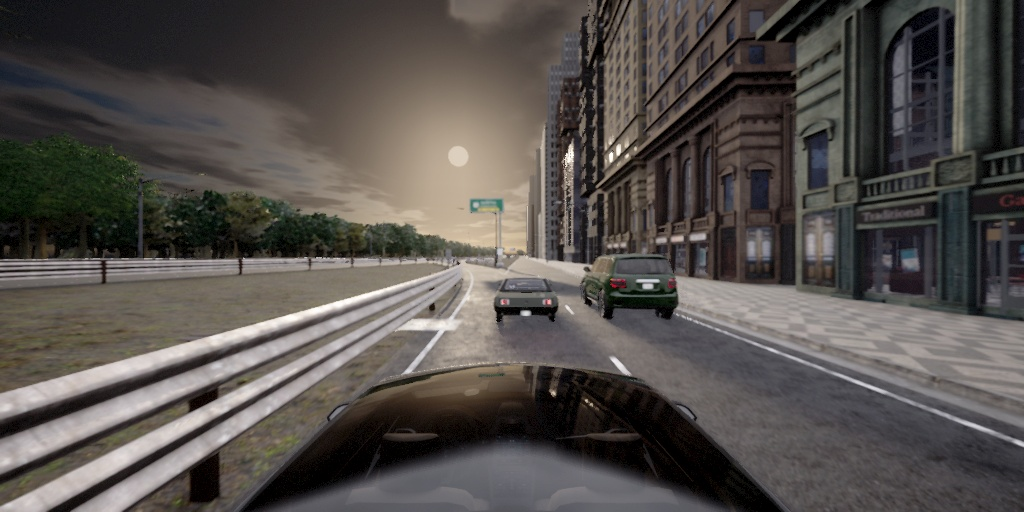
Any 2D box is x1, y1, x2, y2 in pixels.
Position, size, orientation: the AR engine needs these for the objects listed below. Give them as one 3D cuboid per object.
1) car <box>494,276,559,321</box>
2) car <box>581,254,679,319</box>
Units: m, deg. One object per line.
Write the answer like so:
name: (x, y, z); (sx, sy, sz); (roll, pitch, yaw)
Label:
car: (0.452, 1.340, 12.425); (1.895, 1.301, 4.718); (0, 0, 1)
car: (3.962, 0.960, 12.951); (2.150, 2.045, 5.566); (0, 0, 1)
